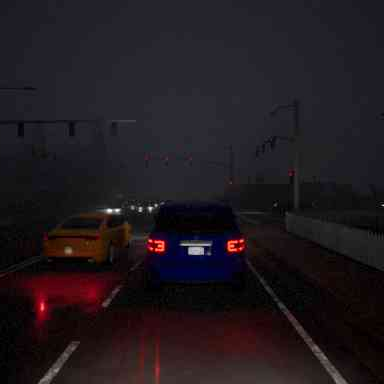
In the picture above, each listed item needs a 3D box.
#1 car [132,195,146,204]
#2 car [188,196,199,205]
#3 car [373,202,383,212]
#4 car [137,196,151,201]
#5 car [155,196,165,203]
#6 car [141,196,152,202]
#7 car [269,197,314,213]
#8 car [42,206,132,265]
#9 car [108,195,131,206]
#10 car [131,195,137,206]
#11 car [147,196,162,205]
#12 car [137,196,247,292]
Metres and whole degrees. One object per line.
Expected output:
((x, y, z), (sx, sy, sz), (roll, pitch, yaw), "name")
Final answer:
((-10.350, 1.470, 65.378), (1.882, 1.535, 5.008), (0, 0, 1), "car")
((0.262, 1.540, 61.213), (2.033, 1.411, 5.357), (0, 0, 0), "car")
((22.363, 1.352, 36.357), (4.553, 1.767, 2.097), (0, 0, -1), "car")
((-6.938, 1.520, 51.636), (1.812, 1.442, 4.674), (0, 0, 0), "car")
((-6.804, 1.516, 71.163), (1.812, 1.442, 4.674), (0, 0, 0), "car")
((-10.292, 1.586, 75.302), (1.895, 1.301, 4.718), (0, 0, 0), "car")
((10.746, 1.348, 36.100), (4.553, 1.767, 2.097), (0, 0, -1), "car")
((-3.392, 1.476, 11.674), (1.882, 1.535, 5.008), (0, 0, 0), "car")
((-10.463, 1.486, 47.037), (2.128, 1.511, 4.902), (0, 0, 0), "car")
((-10.428, 1.345, 56.165), (2.097, 1.767, 4.553), (0, 0, 0), "car")
((-6.898, 1.540, 61.225), (2.033, 1.411, 5.357), (0, 0, 1), "car")
((0.087, 1.220, 9.050), (2.150, 2.045, 5.566), (0, 0, 0), "car")
